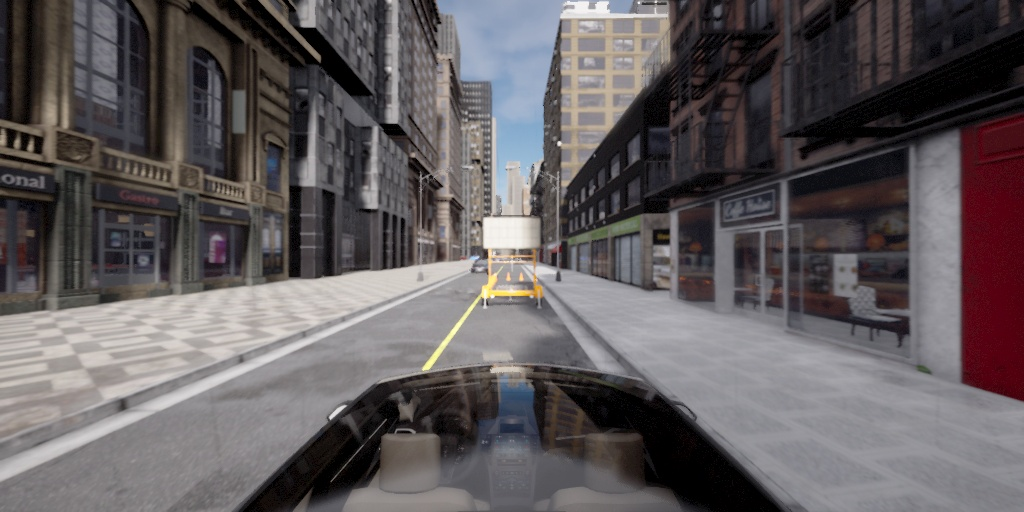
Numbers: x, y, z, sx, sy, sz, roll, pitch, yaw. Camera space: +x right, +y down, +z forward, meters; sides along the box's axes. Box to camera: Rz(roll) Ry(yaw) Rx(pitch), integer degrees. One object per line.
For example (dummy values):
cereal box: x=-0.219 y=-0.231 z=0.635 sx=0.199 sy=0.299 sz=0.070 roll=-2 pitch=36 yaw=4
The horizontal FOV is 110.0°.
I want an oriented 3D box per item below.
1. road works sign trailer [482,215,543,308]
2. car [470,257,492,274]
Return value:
road works sign trailer: x=0.006 y=0.131 z=14.667 sx=2.380 sy=3.560 sz=2.880 roll=0 pitch=0 yaw=0
car: x=-3.091 y=1.069 z=36.576 sx=1.812 sy=1.442 sz=4.674 roll=0 pitch=0 yaw=0
